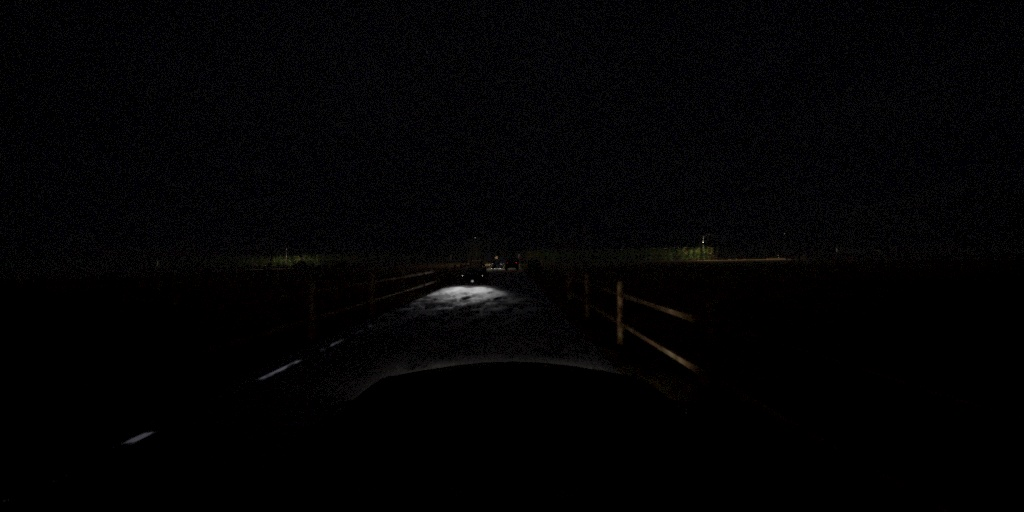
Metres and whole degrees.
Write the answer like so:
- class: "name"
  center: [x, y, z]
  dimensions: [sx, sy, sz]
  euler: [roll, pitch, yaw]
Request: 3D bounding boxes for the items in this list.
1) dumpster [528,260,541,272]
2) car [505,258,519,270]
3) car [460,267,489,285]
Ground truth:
- class: "dumpster"
  center: [3.115, 1.430, 50.766]
  dimensions: [1.020, 1.700, 1.940]
  euler: [0, 0, 0]
- class: "car"
  center: [-0.007, 1.274, 61.066]
  dimensions: [2.150, 2.045, 5.566]
  euler: [0, 0, 0]
- class: "car"
  center: [-2.854, 1.527, 28.129]
  dimensions: [1.895, 1.301, 4.718]
  euler: [0, 0, 0]
